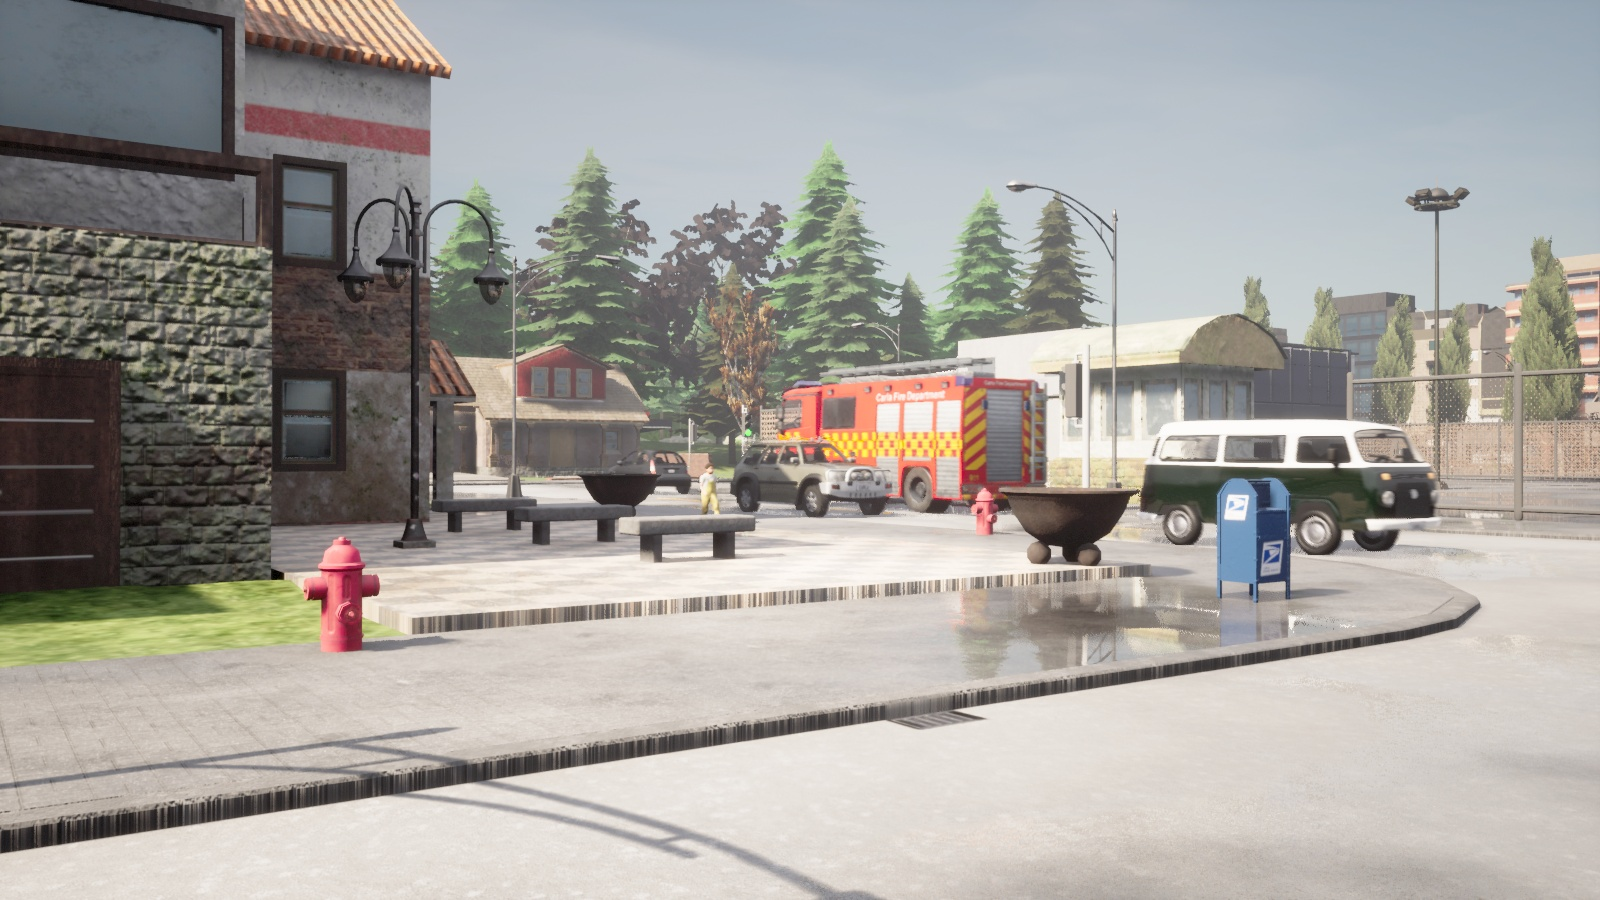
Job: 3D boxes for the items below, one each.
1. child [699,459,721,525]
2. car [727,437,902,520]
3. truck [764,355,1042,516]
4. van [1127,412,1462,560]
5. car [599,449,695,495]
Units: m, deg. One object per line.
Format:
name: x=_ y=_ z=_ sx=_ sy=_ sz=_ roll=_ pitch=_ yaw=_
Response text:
child: x=-1.746 y=0.797 z=24.230 sx=0.270 sy=1.263 sz=0.437 roll=0 pitch=0 yaw=-28
car: x=0.253 y=0.635 z=30.396 sx=1.932 sy=1.855 sz=4.605 roll=0 pitch=0 yaw=-34
truck: x=2.504 y=-0.341 z=34.191 sx=2.891 sy=3.827 sz=8.468 roll=0 pitch=0 yaw=-34
van: x=7.584 y=0.500 z=19.691 sx=2.069 sy=2.038 sz=4.480 roll=0 pitch=0 yaw=-34
car: x=-5.666 y=0.768 z=46.116 sx=1.851 sy=1.617 sz=3.988 roll=0 pitch=0 yaw=-34
